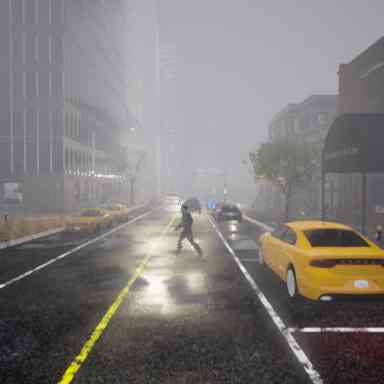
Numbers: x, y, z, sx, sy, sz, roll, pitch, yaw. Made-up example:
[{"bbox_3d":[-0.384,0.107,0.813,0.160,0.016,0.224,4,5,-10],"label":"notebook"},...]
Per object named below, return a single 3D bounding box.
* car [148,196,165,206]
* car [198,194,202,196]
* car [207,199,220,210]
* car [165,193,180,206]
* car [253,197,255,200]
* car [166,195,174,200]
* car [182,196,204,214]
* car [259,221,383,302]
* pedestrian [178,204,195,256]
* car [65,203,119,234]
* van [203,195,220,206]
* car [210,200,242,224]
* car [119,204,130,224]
[{"bbox_3d":[-5.783,1.385,52.410,1.967,1.590,4.097,-1,0,0],"label":"car"},{"bbox_3d":[0.023,1.428,47.208,1.882,1.535,5.008,0,0,-1],"label":"car"},{"bbox_3d":[2.633,1.550,30.270,1.802,1.307,4.206,-1,0,0],"label":"car"},{"bbox_3d":[-3.138,1.167,53.336,2.150,2.045,5.566,0,0,0],"label":"car"},{"bbox_3d":[16.412,1.343,75.692,5.009,1.841,2.192,1,0,1],"label":"car"},{"bbox_3d":[-5.976,1.433,90.187,1.752,1.417,4.829,-1,0,0],"label":"car"},{"bbox_3d":[0.033,1.462,35.023,1.837,1.490,4.892,0,-2,0],"label":"car"},{"bbox_3d":[2.987,1.469,8.353,1.882,1.535,5.008,0,0,0],"label":"car"},{"bbox_3d":[-0.184,1.282,11.227,0.375,1.860,0.375,-1,1,-2],"label":"pedestrian"},{"bbox_3d":[-5.731,1.505,19.031,1.752,1.417,4.829,-1,0,0],"label":"car"},{"bbox_3d":[2.613,1.298,41.339,1.690,1.788,3.998,-1,0,0],"label":"van"},{"bbox_3d":[2.641,1.540,24.736,1.947,1.339,4.313,-1,0,0],"label":"car"},{"bbox_3d":[-5.739,1.500,24.565,1.752,1.417,4.829,-1,0,0],"label":"car"}]
